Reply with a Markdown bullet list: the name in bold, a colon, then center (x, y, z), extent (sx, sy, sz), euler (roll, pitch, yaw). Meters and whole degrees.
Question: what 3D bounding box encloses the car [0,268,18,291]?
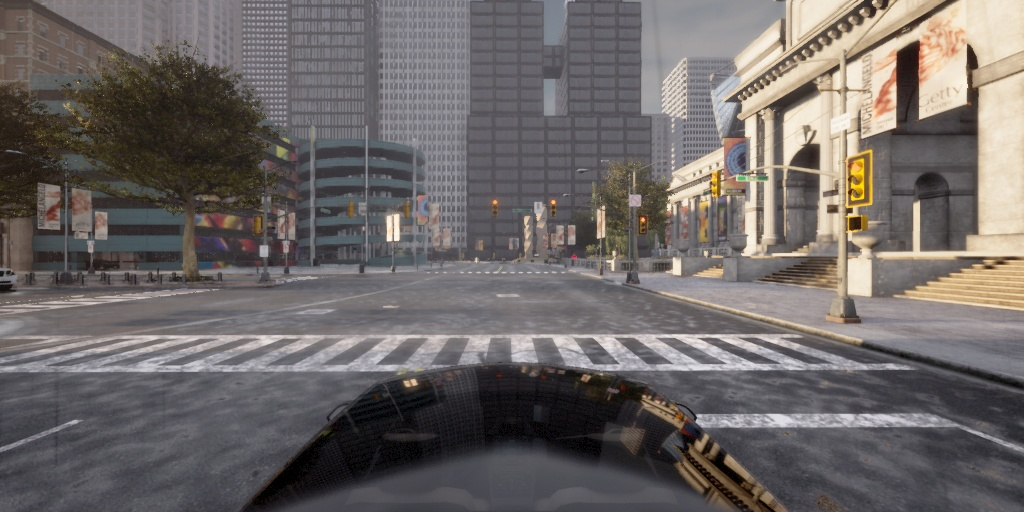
- **car**: center (-31.152, 0.971, 19.773), extent (5.566, 2.045, 2.150), euler (0, 0, 0)
